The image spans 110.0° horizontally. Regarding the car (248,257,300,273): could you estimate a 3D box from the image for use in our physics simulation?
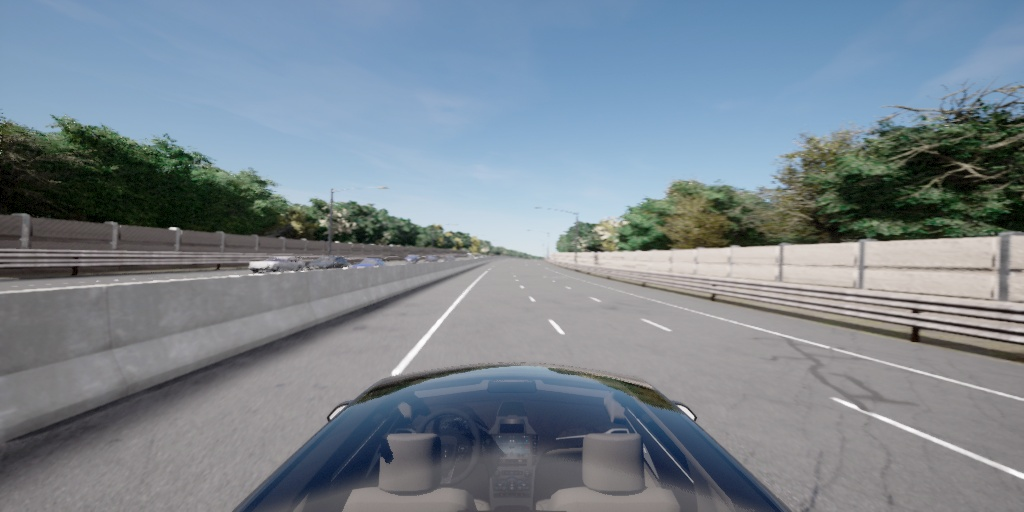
[{"bbox_3d":[-18.711,0.711,28.789,1.895,1.301,4.718,3,0,-2],"label":"car"}]

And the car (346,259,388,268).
[{"bbox_3d":[-11.756,0.951,30.063,1.812,1.442,4.674,3,0,-2],"label":"car"}]

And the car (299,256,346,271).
[{"bbox_3d":[-15.249,0.775,29.979,1.837,1.490,4.892,2,0,-2],"label":"car"}]
